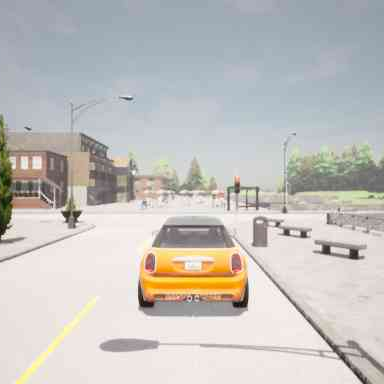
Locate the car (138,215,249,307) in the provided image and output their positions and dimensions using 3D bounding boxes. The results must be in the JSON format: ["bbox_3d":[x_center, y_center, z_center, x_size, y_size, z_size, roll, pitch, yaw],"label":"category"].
[{"bbox_3d":[0.043,1.352,8.119,2.097,1.767,4.553,0,0,1],"label":"car"}]
